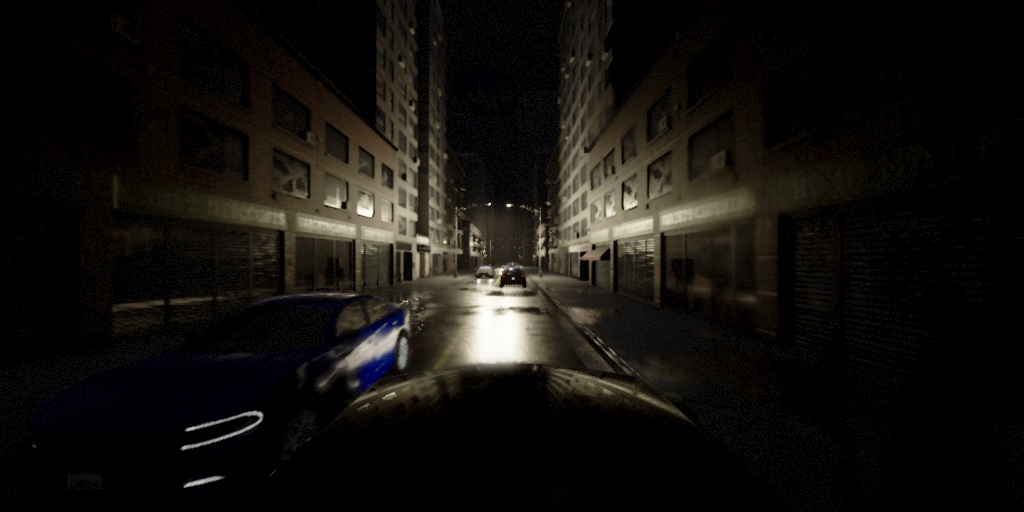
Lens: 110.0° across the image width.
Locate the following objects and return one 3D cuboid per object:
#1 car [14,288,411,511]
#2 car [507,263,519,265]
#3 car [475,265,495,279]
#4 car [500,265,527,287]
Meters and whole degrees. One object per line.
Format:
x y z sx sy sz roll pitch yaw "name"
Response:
-2.851 1.262 4.889 1.882 1.535 5.008 0 -1 0 "car"
0.095 1.572 42.067 2.097 1.767 4.553 0 -1 0 "car"
-2.849 1.730 39.013 2.033 1.411 5.357 0 -1 0 "car"
0.092 1.611 27.717 1.994 1.385 4.181 0 -1 0 "car"
